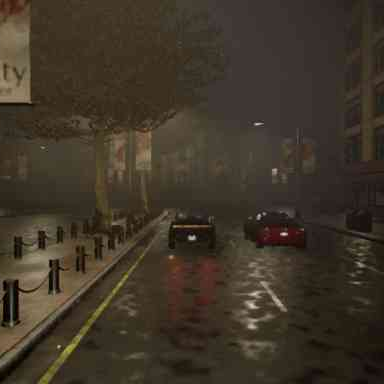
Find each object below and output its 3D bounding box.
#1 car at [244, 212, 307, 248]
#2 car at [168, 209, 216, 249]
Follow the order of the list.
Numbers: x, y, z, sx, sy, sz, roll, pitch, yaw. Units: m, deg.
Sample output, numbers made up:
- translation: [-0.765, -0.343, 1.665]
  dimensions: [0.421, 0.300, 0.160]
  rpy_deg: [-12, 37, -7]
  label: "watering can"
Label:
- translation: [3.500, 1.571, 14.650]
  dimensions: [1.994, 1.385, 4.181]
  rpy_deg: [0, 0, 0]
  label: "car"
- translation: [0.000, 1.494, 14.650]
  dimensions: [2.128, 1.511, 4.902]
  rpy_deg: [0, 0, 0]
  label: "car"
